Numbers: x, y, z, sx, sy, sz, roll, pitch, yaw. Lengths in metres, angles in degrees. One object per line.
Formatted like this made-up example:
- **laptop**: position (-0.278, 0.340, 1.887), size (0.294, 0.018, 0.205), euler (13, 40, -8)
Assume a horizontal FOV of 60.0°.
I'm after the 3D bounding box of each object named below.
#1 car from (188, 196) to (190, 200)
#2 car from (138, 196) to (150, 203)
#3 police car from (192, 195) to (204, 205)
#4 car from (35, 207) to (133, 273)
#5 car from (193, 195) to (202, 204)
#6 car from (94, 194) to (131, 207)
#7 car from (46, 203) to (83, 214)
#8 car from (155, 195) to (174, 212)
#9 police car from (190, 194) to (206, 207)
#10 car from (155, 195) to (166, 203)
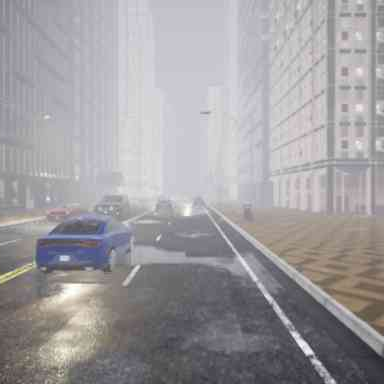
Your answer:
- **car**: position (0.050, 1.449, 85.111), size (1.812, 1.442, 4.674), euler (0, 0, 0)
- **car**: position (-9.710, 1.528, 67.727), size (2.033, 1.411, 5.357), euler (0, 0, 0)
- **police car**: position (1.010, 1.421, 59.679), size (1.930, 1.638, 5.238), euler (0, 0, 0)
- **car**: position (-3.140, 1.465, 10.670), size (1.882, 1.535, 5.008), euler (0, 0, 0)
- **car**: position (1.013, 1.461, 65.759), size (1.801, 1.575, 5.366), euler (0, 0, 0)
- **car**: position (-6.570, 1.198, 28.042), size (2.150, 2.045, 5.566), euler (0, 0, 0)
- **car**: position (-9.826, 1.578, 26.490), size (1.895, 1.301, 4.718), euler (0, 0, 0)
- **car**: position (-3.127, 1.467, 38.548), size (2.128, 1.511, 4.902), euler (0, 0, 0)
- **police car**: position (1.004, 1.407, 49.678), size (1.930, 1.638, 5.238), euler (0, 0, 0)
- **car**: position (-6.460, 1.434, 68.869), size (1.837, 1.490, 4.892), euler (0, 0, 0)
